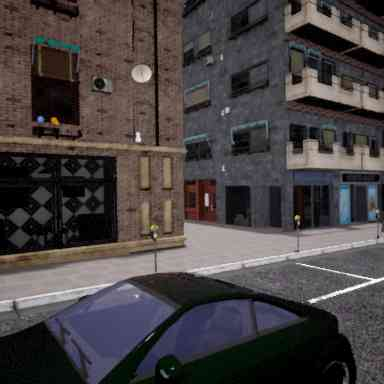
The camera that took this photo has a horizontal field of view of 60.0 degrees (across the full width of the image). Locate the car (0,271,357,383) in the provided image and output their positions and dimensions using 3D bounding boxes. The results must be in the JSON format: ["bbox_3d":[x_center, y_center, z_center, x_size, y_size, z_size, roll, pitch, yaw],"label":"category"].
[{"bbox_3d":[-0.317,1.563,3.148,4.181,1.385,1.994,0,0,-35],"label":"car"}]
